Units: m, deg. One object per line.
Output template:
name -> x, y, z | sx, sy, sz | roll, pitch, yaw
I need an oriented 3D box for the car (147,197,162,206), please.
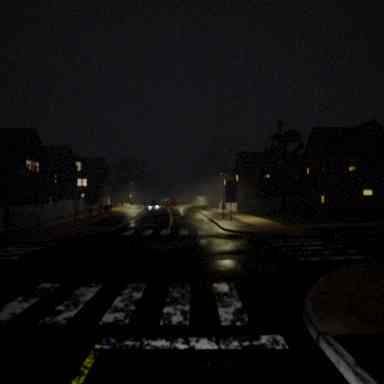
car -> -7.098, 1.830, 60.432 | 1.994, 1.385, 4.181 | 0, -1, -10

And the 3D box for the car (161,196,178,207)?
car -> -3.650, 1.830, 56.804 | 1.895, 1.301, 4.718 | 0, -1, -10

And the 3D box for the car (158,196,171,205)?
car -> -5.551, 1.689, 66.658 | 2.097, 1.767, 4.553 | 0, -1, -12
